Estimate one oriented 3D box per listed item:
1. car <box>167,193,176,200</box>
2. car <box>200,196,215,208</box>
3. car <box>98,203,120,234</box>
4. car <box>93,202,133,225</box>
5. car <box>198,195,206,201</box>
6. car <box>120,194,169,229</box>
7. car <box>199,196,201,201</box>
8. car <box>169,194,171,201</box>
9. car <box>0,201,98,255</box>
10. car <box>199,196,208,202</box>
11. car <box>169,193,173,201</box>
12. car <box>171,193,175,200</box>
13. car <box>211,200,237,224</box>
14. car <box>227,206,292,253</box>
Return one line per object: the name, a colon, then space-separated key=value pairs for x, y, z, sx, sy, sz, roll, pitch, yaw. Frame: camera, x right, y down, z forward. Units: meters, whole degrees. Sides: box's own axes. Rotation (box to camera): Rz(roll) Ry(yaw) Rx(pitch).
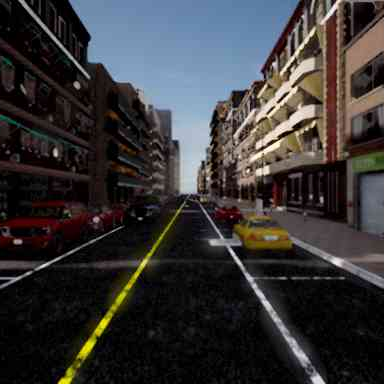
car: x=-5.784 y=1.295 z=92.309 sx=2.192 sy=1.841 sz=5.009 roll=0 pitch=0 yaw=0
car: x=2.643 y=1.544 z=47.223 sx=2.008 sy=1.369 sz=4.403 roll=0 pitch=0 yaw=0
car: x=-5.709 y=1.438 z=19.037 sx=1.967 sy=1.590 sz=4.097 roll=0 pitch=0 yaw=0
car: x=-5.714 y=1.542 z=24.674 sx=1.887 sy=1.381 sz=4.507 roll=0 pitch=0 yaw=0
car: x=2.602 y=1.564 z=86.677 sx=1.802 sy=1.307 sz=4.206 roll=0 pitch=0 yaw=0
car: x=-3.024 y=1.220 z=22.201 sx=2.150 sy=2.045 sz=5.566 roll=0 pitch=0 yaw=0
car: x=2.620 y=1.512 z=69.938 sx=1.752 sy=1.417 sz=4.829 roll=0 pitch=0 yaw=0
car: x=-5.755 y=1.539 z=64.127 sx=2.008 sy=1.369 sz=4.403 roll=0 pitch=0 yaw=0
car: x=-5.702 y=1.314 z=13.401 sx=2.192 sy=1.841 sz=5.009 roll=0 pitch=0 yaw=0
car: x=2.614 y=1.551 z=75.404 sx=1.947 sy=1.339 sz=4.313 roll=0 pitch=0 yaw=0
car: x=-5.762 y=1.537 z=69.764 sx=2.008 sy=1.369 sz=4.403 roll=0 pitch=0 yaw=0
car: x=-5.773 y=1.528 z=81.036 sx=1.887 sy=1.381 sz=4.507 roll=0 pitch=0 yaw=0
car: x=2.666 y=1.542 z=24.679 sx=1.887 sy=1.381 sz=4.507 roll=0 pitch=0 yaw=0
car: x=2.677 y=1.524 z=13.576 sx=1.752 sy=1.417 sz=4.829 roll=0 pitch=0 yaw=0
